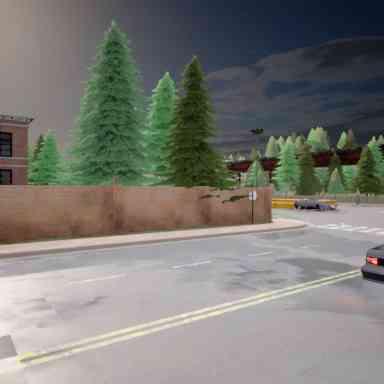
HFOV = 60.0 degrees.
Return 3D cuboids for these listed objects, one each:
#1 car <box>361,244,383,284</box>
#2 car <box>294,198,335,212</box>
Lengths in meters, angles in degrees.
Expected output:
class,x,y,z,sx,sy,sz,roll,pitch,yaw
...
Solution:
class,x,y,z,sx,sy,sz,roll,pitch,yaw
car,6.323,1.547,8.239,5.357,1.411,2.033,0,0,-35
car,14.096,1.493,38.490,2.128,1.511,4.902,0,0,-35
